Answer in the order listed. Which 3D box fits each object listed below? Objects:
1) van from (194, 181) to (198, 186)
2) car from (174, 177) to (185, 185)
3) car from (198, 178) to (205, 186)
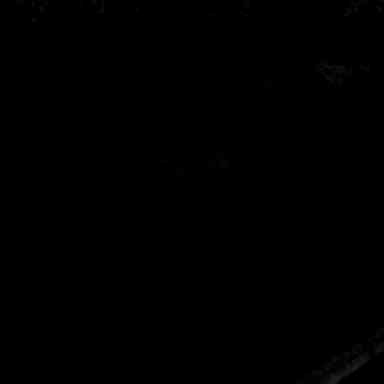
[{"bbox_3d":[2.063,-2.319,76.038,1.878,1.987,4.442,5,3,38],"label":"van"},{"bbox_3d":[-4.544,-2.601,81.109,2.163,1.488,4.792,5,3,38],"label":"car"},{"bbox_3d":[4.164,-1.886,74.254,2.163,1.488,4.792,5,3,38],"label":"car"}]
